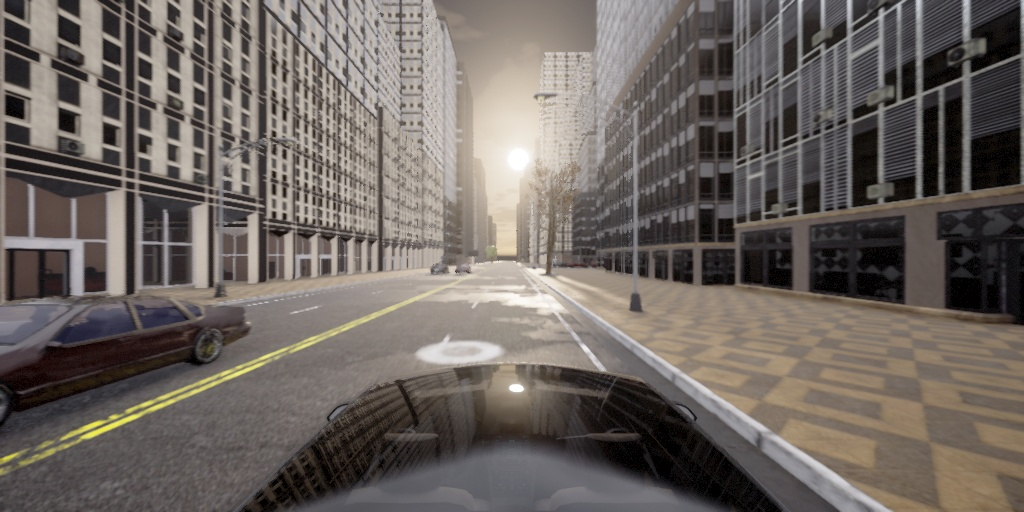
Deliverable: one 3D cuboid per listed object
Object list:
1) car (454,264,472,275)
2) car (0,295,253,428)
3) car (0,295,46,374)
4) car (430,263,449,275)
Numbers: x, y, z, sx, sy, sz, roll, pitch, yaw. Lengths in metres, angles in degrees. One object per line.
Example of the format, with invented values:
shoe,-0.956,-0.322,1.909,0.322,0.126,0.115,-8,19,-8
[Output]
car,-6.538,1.751,48.492,1.812,1.442,4.674,0,-1,0
car,-6.598,1.333,5.446,2.033,1.411,5.357,0,-1,0
car,-9.847,1.377,4.479,1.895,1.301,4.718,0,-1,0
car,-9.787,1.720,48.766,2.128,1.511,4.902,0,-1,0
